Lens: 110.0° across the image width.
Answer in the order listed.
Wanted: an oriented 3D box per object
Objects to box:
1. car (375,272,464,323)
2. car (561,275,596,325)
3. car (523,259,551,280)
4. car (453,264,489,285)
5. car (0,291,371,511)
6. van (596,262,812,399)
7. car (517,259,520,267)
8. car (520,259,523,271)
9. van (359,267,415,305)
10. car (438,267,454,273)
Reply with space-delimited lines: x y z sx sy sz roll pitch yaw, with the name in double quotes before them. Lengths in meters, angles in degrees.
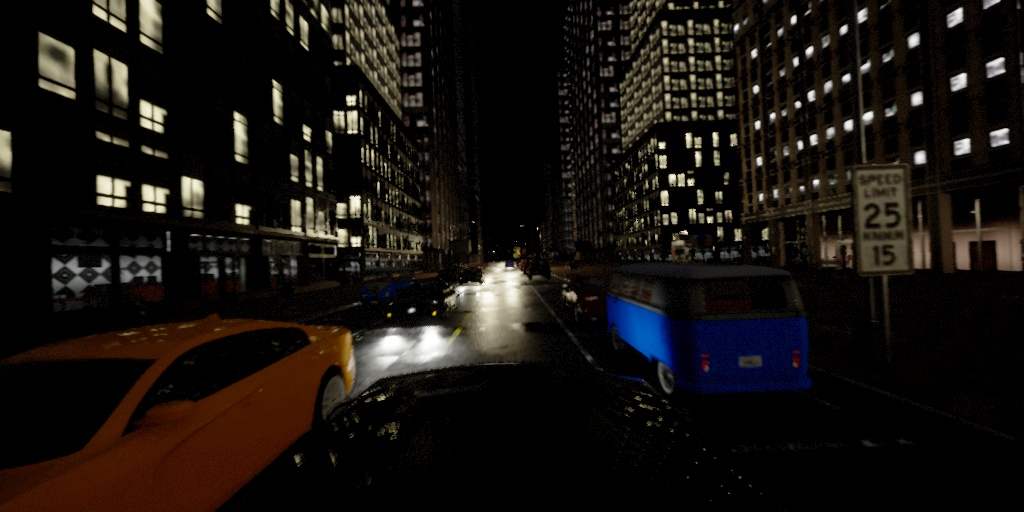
"car" -3.171 1.527 13.230 1.994 1.385 4.181 -2 0 -1
"car" 2.679 1.263 11.584 1.888 1.381 4.507 0 0 0
"car" 2.507 1.205 33.737 2.192 1.841 5.009 0 0 0
"car" -3.246 1.640 30.130 2.033 1.411 5.357 -2 0 0
"car" -3.104 1.360 2.936 1.882 1.535 5.008 -2 0 0
"van" 2.806 1.012 6.047 1.690 1.789 3.998 0 0 0
"car" 2.360 1.375 55.894 2.192 1.841 5.009 0 0 0
"car" 2.433 1.290 44.816 2.192 1.841 5.009 0 0 0
"van" -5.755 1.436 17.061 1.690 1.789 3.998 0 0 0
"car" -5.866 1.790 33.678 1.948 1.339 4.313 0 0 0
